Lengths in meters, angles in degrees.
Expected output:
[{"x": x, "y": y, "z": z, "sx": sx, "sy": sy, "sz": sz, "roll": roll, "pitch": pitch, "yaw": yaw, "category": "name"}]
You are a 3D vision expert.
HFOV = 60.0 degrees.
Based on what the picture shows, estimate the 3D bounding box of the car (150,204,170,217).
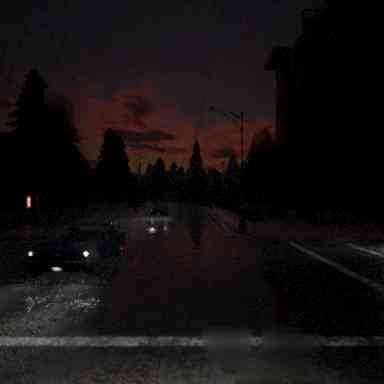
[{"x": -3.513, "y": 2.011, "z": 36.760, "sx": 1.895, "sy": 1.301, "sz": 4.718, "roll": 0, "pitch": 0, "yaw": 0, "category": "car"}]

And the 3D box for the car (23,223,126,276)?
[{"x": -3.503, "y": 1.718, "z": 10.849, "sx": 1.895, "sy": 1.301, "sz": 4.718, "roll": 0, "pitch": -1, "yaw": 0, "category": "car"}]
